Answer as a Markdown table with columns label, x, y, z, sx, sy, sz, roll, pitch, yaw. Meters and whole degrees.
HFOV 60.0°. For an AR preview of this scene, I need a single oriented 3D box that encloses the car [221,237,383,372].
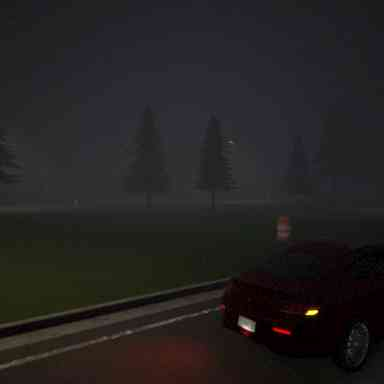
| label | x | y | z | sx | sy | sz | roll | pitch | yaw |
| --- | --- | --- | --- | --- | --- | --- | --- | --- | --- |
| car | 2.570 | 1.500 | 5.578 | 4.674 | 1.442 | 1.812 | 0 | 0 | -36 |
